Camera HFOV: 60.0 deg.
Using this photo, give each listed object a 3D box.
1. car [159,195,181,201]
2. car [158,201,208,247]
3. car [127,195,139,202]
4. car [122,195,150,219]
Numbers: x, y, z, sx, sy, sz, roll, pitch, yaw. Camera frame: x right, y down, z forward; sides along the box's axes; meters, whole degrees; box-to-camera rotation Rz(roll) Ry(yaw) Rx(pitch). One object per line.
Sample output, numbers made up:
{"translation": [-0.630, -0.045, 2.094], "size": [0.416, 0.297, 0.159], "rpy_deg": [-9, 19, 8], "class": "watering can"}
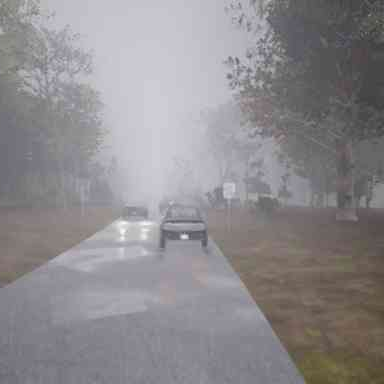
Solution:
{"translation": [-2.172, 1.062, 32.579], "size": [2.097, 1.767, 4.553], "rpy_deg": [1, 0, -7], "class": "car"}
{"translation": [-0.411, 1.353, 14.275], "size": [2.128, 1.511, 4.902], "rpy_deg": [0, 1, -3], "class": "car"}
{"translation": [-11.774, 1.304, 66.333], "size": [1.994, 1.385, 4.181], "rpy_deg": [1, -1, -14], "class": "car"}
{"translation": [-4.307, 1.193, 25.724], "size": [1.882, 1.535, 5.008], "rpy_deg": [1, 0, -6], "class": "car"}
